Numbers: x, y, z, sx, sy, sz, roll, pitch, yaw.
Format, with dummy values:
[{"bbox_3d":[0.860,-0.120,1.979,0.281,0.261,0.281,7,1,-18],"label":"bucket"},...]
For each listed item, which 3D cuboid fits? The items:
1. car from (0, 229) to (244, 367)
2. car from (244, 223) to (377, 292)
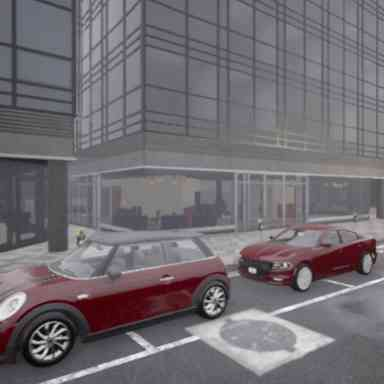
[{"bbox_3d":[-1.334,1.445,5.704,4.097,1.590,1.967,0,0,-36],"label":"car"},{"bbox_3d":[3.223,1.562,8.961,4.507,1.381,1.887,0,0,-36],"label":"car"}]
